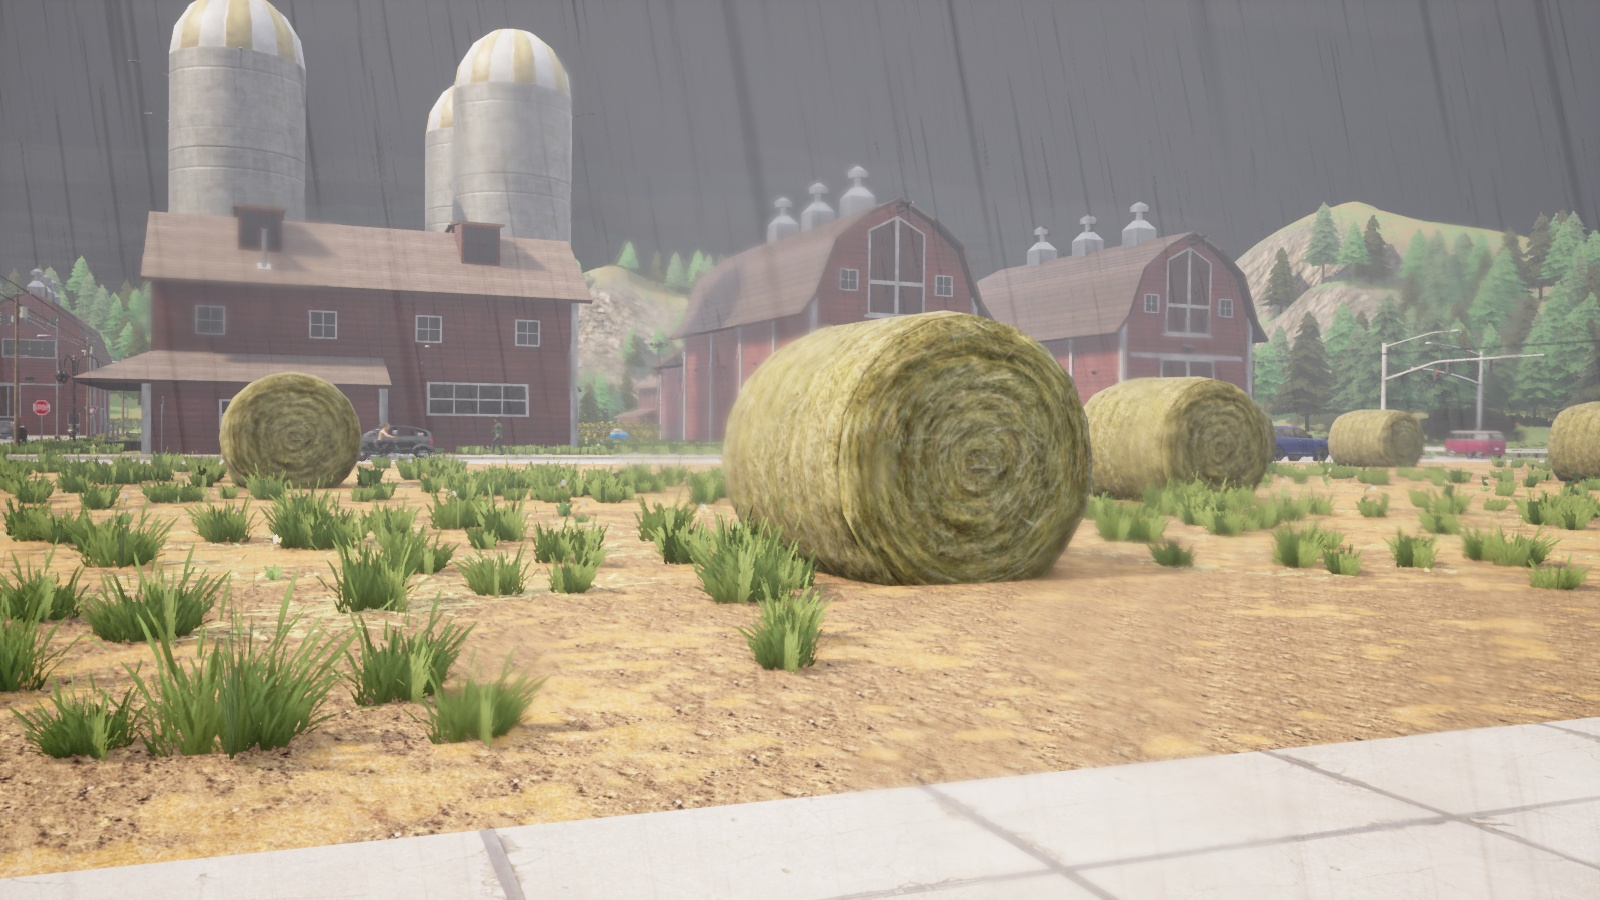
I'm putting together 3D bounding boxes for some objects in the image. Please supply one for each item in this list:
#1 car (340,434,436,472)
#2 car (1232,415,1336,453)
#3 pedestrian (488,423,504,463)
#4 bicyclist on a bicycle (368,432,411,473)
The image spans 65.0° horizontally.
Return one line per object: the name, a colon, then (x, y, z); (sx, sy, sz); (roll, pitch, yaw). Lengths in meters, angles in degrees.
car: (-17.565, 0.103, 53.529); (3.705, 1.549, 1.789); (-1, 1, -25)
car: (27.070, -0.908, 70.230); (5.566, 2.045, 2.150); (-1, 1, -25)
pedestrian: (-14.330, -0.341, 59.269); (0.614, 1.847, 0.353); (-1, 1, -36)
bicyclist on a bicycle: (-16.418, 0.103, 50.210); (1.509, 1.612, 0.866); (-1, 1, -24)
